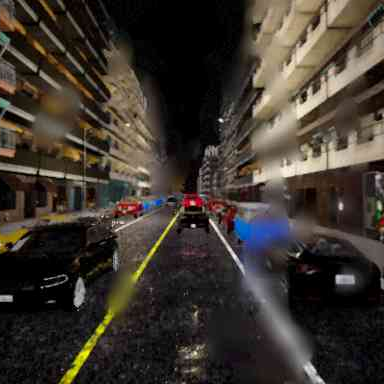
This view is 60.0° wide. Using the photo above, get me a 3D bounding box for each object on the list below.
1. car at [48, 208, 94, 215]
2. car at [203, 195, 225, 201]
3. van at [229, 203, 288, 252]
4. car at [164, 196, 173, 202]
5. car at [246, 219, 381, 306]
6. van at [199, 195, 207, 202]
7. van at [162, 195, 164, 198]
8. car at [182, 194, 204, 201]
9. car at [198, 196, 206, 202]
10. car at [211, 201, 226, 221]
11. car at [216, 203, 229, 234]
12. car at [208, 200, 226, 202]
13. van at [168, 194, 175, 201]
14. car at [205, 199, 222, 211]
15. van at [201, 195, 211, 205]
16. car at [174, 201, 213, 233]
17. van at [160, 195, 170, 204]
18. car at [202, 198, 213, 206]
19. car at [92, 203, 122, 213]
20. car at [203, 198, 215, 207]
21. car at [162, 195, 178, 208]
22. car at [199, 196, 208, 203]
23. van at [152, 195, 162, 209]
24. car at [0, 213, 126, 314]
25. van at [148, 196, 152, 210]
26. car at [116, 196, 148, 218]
[{"bbox_3d":[-5.688,1.550,13.414,1.752,1.417,4.829,0,0,0],"label":"car"},{"bbox_3d":[2.687,1.386,36.235,2.192,1.841,5.009,0,0,0],"label":"car"},{"bbox_3d":[2.694,1.366,13.586,1.690,1.788,3.998,0,0,0],"label":"van"},{"bbox_3d":[-5.707,1.750,81.529,1.887,1.381,4.507,0,0,0],"label":"car"},{"bbox_3d":[2.693,1.580,7.924,1.947,1.339,4.313,0,0,0],"label":"car"},{"bbox_3d":[2.674,1.546,81.533,1.690,1.788,3.998,0,0,0],"label":"van"},{"bbox_3d":[-5.698,1.458,53.218,1.690,1.788,3.998,0,0,0],"label":"van"},{"bbox_3d":[0.078,1.296,36.475,2.150,2.045,5.566,0,0,0],"label":"car"},{"bbox_3d":[2.671,1.791,87.192,1.947,1.339,4.313,0,0,0],"label":"car"},{"bbox_3d":[2.689,1.612,24.910,1.947,1.339,4.313,0,0,0],"label":"car"},{"bbox_3d":[2.691,1.580,19.249,1.887,1.381,4.507,0,0,0],"label":"car"},{"bbox_3d":[2.688,1.640,30.572,1.802,1.307,4.206,0,0,0],"label":"car"},{"bbox_3d":[-5.710,1.588,92.853,1.690,1.788,3.998,0,0,0],"label":"van"},{"bbox_3d":[2.684,1.630,41.897,1.887,1.381,4.507,0,0,0],"label":"car"},{"bbox_3d":[2.679,1.491,64.545,1.690,1.788,3.998,0,0,0],"label":"van"},{"bbox_3d":[0.083,1.543,20.147,1.837,1.490,4.892,0,0,0],"label":"car"},{"bbox_3d":[-5.703,1.509,70.204,1.690,1.788,3.998,0,0,0],"label":"van"},{"bbox_3d":[2.679,1.715,58.883,1.802,1.307,4.206,0,0,0],"label":"car"},{"bbox_3d":[-5.690,1.586,19.246,2.008,1.369,4.403,0,0,0],"label":"car"},{"bbox_3d":[2.681,1.698,53.220,1.802,1.307,4.206,0,0,0],"label":"car"},{"bbox_3d":[-3.014,1.551,50.171,1.812,1.442,4.674,0,0,0],"label":"car"},{"bbox_3d":[2.675,1.730,75.870,1.887,1.381,4.507,0,0,0],"label":"car"},{"bbox_3d":[-5.696,1.442,47.557,1.690,1.788,3.998,0,0,0],"label":"van"},{"bbox_3d":[-3.090,1.492,7.987,1.882,1.535,5.008,0,0,0],"label":"car"},{"bbox_3d":[-5.693,1.412,36.232,1.690,1.788,3.998,0,0,0],"label":"van"},{"bbox_3d":[-5.691,1.373,30.569,2.192,1.841,5.009,0,0,0],"label":"car"}]
